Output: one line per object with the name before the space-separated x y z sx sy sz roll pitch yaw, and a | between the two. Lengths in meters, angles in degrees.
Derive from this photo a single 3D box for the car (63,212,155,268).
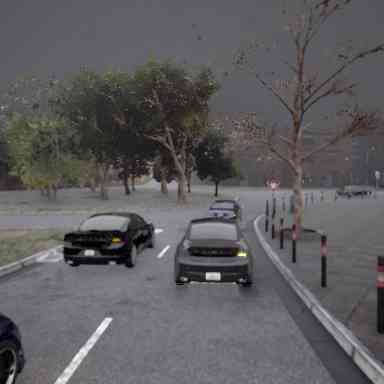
car | -2.508 1.400 11.203 1.882 1.535 5.008 0 1 4

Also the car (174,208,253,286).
car | 0.614 1.469 9.404 1.837 1.490 4.892 0 1 4

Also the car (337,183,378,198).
car | 21.405 -0.119 43.698 4.902 1.511 2.128 -1 3 -22

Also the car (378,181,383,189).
car | 36.075 -1.364 61.489 2.185 1.767 4.553 -1 3 -14

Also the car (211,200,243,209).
car | 2.118 1.202 20.741 2.033 1.411 5.357 1 2 12

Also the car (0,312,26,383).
car | -3.004 1.568 2.243 1.994 1.385 4.181 0 0 2
